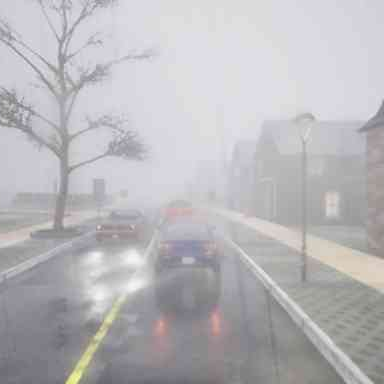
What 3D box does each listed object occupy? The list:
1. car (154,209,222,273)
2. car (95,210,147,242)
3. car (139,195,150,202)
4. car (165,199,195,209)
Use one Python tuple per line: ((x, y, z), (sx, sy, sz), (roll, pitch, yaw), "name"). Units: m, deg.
((-0.162, 1.497, 10.439), (1.812, 1.442, 4.674), (0, 0, -2), "car")
((-3.302, 1.557, 16.187), (1.895, 1.301, 4.718), (0, 0, -3), "car")
((-9.803, 1.358, 68.580), (1.994, 1.385, 4.181), (0, 0, -11), "car")
((-0.870, 1.290, 23.690), (2.097, 1.767, 4.553), (0, 0, -4), "car")
